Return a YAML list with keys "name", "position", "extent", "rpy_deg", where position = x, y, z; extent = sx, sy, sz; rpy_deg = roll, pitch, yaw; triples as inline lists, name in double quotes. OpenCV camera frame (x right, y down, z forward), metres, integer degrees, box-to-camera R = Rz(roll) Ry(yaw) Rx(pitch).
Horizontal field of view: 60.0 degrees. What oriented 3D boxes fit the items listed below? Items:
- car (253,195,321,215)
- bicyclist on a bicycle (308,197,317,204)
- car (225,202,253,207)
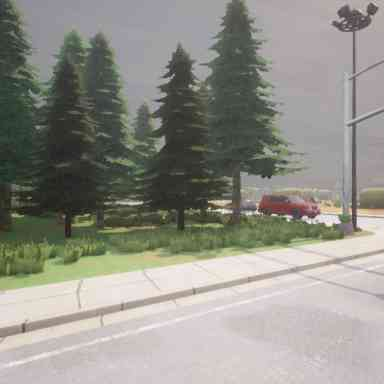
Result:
- name: "car"
  position: [8.346, 1.248, 28.993]
  extent: [2.150, 2.045, 5.566]
  rpy_deg: [0, 0, -34]
- name: "bicyclist on a bicycle"
  position: [12.903, 1.327, 35.575]
  extent: [1.656, 1.620, 0.582]
  rpy_deg: [0, 0, -34]
- name: "car"
  position: [5.631, 1.590, 39.482]
  extent: [1.994, 1.385, 4.181]
  rpy_deg: [0, 0, -34]
